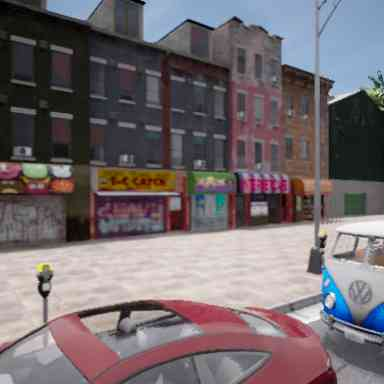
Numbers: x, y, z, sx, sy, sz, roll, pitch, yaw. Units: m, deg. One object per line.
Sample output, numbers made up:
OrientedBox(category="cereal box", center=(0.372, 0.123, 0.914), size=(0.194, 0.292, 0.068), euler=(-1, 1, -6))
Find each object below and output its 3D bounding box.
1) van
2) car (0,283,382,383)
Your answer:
OrientedBox(category="van", center=(3.813, 1.342, 5.532), size=(3.998, 1.788, 1.690), euler=(0, 0, -36))
OrientedBox(category="car", center=(-0.635, 1.582, 2.358), size=(4.206, 1.307, 1.802), euler=(0, 0, -36))
